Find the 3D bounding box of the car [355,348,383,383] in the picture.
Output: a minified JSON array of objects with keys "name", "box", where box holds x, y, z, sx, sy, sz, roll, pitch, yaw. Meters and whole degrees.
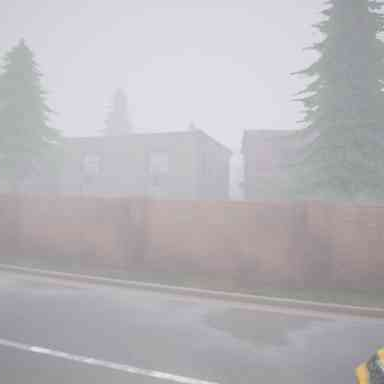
[{"name":"car","box":[4.228,1.736,2.457,5.366,1.575,1.801,1,-3,14]}]
